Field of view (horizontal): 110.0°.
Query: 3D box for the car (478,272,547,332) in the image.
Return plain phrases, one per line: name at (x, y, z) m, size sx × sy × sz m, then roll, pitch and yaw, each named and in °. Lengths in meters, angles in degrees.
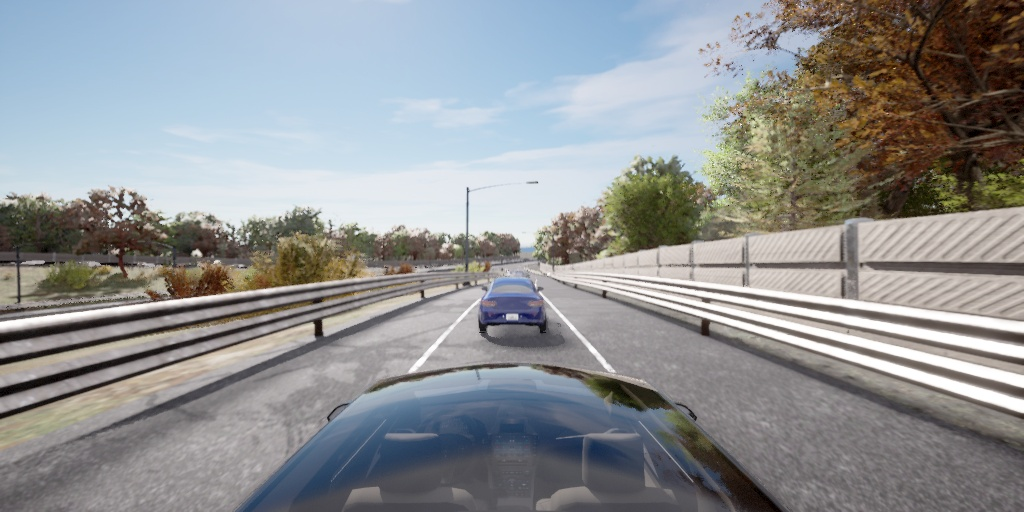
car at (0.016, 1.371, 11.035) m, size 1.812 × 1.442 × 4.674 m, roll 0°, pitch -1°, yaw 0°
